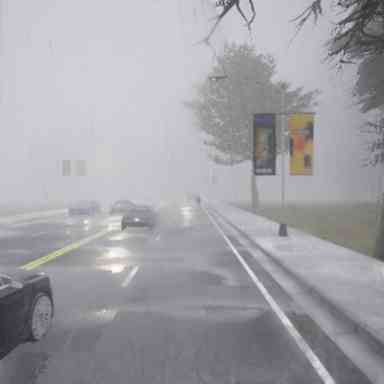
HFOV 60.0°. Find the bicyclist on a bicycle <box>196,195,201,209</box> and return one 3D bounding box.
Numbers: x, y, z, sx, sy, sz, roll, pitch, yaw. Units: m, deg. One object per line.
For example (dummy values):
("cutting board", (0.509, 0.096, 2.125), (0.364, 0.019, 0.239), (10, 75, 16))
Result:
("bicyclist on a bicycle", (0.888, 1.310, 41.405), (0.659, 1.776, 1.843), (0, 0, 0))

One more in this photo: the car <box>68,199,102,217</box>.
("car", (-9.848, 1.430, 30.930), (1.882, 1.535, 5.008), (0, 0, 0))

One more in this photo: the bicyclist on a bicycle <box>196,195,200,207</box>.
("bicyclist on a bicycle", (0.886, 1.301, 50.593), (0.659, 1.776, 1.843), (0, 0, 0))

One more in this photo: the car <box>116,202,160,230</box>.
("car", (-3.152, 1.532, 20.952), (1.994, 1.385, 4.181), (0, 0, 0))

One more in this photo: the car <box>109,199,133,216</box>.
("car", (-6.596, 1.457, 31.780), (1.837, 1.490, 4.892), (0, 0, 0))

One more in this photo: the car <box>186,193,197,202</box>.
("car", (-0.010, 1.140, 71.298), (2.150, 2.045, 5.566), (0, 0, 0))

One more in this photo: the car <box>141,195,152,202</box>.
("car", (-9.760, 1.386, 72.284), (2.033, 1.411, 5.357), (0, 0, 0))

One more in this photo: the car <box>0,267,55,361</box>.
("car", (-3.150, 1.486, 3.520), (2.128, 1.511, 4.902), (0, 0, 0))

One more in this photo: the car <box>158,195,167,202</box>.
("car", (-6.510, 1.348, 74.056), (2.128, 1.511, 4.902), (0, 0, 0))

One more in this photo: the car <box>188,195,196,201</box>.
("car", (-0.011, 1.444, 82.029), (1.994, 1.385, 4.181), (0, 0, 0))
